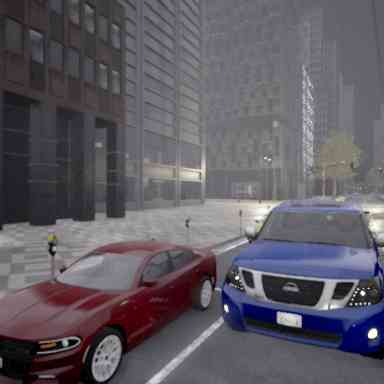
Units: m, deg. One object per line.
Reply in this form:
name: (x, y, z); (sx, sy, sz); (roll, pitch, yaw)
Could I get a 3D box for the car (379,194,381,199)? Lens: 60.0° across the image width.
car: (43.756, 1.619, 74.665); (1.887, 1.381, 4.507); (0, 0, 27)

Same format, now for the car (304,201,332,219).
car: (11.481, 1.560, 30.149); (1.887, 1.381, 4.507); (0, 0, 27)

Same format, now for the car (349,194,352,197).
car: (33.598, 1.611, 73.507); (1.887, 1.381, 4.507); (0, 0, 27)

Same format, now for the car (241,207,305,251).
car: (3.880, 1.532, 15.228); (1.752, 1.417, 4.829); (0, 0, 27)

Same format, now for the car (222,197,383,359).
car: (2.469, 1.224, 6.564); (2.150, 2.045, 5.566); (0, 0, 27)

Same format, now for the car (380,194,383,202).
car: (41.298, 1.632, 69.842); (1.947, 1.339, 4.313); (0, 0, 27)

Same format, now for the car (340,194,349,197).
car: (28.711, 1.577, 63.932); (1.752, 1.417, 4.829); (0, 0, 27)

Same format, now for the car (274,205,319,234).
car: (6.465, 1.554, 20.302); (1.887, 1.381, 4.507); (0, 0, 27)

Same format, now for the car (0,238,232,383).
car: (-1.059, 1.547, 5.532); (1.887, 1.381, 4.507); (0, 0, 27)

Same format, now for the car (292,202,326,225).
car: (8.973, 1.556, 25.226); (1.887, 1.381, 4.507); (0, 0, 27)

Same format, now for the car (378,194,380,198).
car: (46.215, 1.665, 79.489); (1.802, 1.307, 4.206); (0, 0, 27)
